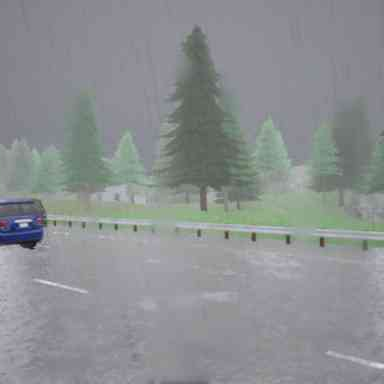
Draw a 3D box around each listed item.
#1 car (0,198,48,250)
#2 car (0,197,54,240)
[{"bbox_3d":[-8.446,1.329,13.590,5.566,2.045,2.150,0,0,32],"label":"car"},{"bbox_3d":[-10.618,1.368,18.947,5.566,2.045,2.150,0,0,31],"label":"car"}]
